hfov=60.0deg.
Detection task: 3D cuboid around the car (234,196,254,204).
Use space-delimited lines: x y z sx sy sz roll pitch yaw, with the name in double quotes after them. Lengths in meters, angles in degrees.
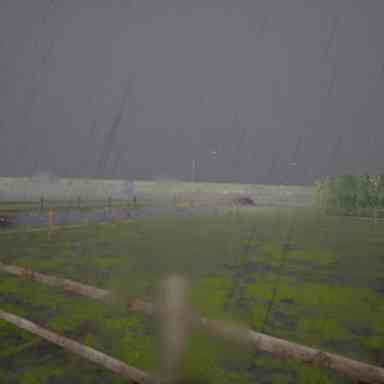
8.420 1.374 54.074 1.994 1.385 4.181 3 1 35 "car"
